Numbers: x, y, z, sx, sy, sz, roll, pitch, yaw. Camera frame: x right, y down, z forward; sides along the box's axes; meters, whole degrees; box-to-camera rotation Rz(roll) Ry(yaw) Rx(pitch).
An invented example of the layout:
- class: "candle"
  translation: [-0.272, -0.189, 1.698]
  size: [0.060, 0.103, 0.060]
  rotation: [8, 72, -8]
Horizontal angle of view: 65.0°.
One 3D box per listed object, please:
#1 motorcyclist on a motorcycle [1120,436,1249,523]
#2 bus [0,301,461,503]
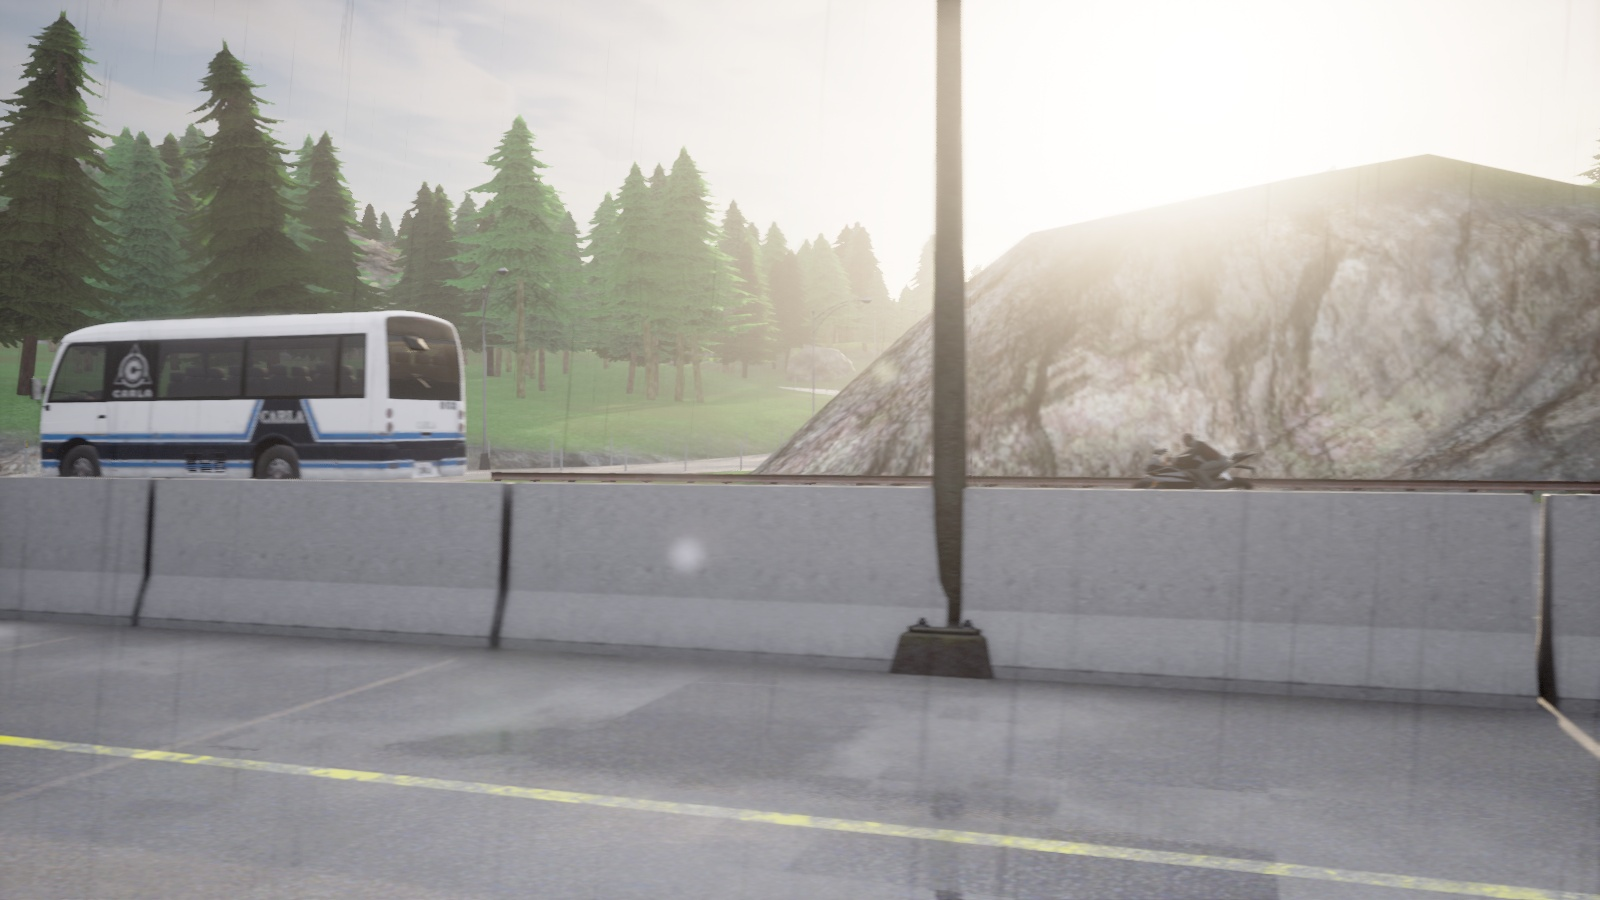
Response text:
- class: "motorcyclist on a motorcycle"
  translation: [7.033, 0.520, 22.982]
  size: [2.191, 1.530, 0.866]
  rotation: [1, 1, 19]
- class: "bus"
  translation: [-13.646, -1.080, 29.919]
  size: [10.273, 4.253, 3.944]
  rotation: [1, 1, 19]
